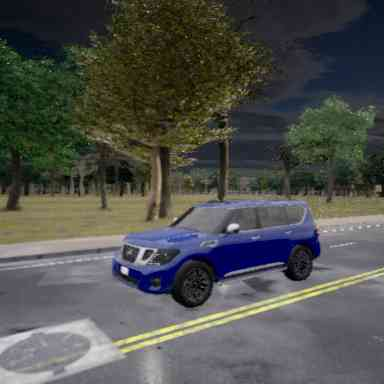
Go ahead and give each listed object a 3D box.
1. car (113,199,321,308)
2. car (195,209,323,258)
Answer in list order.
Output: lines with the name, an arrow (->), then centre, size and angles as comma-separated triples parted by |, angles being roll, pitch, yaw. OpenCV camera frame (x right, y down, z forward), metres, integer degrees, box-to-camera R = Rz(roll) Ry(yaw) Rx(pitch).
car -> 0.901, 1.219, 8.297 | 5.566, 2.045, 2.150 | 0, 0, -35
car -> 2.901, 1.548, 13.679 | 5.357, 1.411, 2.033 | 0, 0, -35
